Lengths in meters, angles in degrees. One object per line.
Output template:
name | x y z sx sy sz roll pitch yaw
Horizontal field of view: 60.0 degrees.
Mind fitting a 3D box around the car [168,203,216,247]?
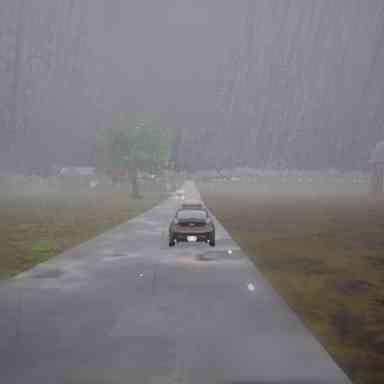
car | 0.000 1.439 14.646 1.837 1.490 4.892 0 0 0

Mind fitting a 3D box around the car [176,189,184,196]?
car | -2.750 0.082 76.685 1.882 1.535 5.008 0 2 0

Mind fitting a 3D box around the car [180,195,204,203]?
car | 0.000 1.303 29.645 1.882 1.535 5.008 0 0 0
